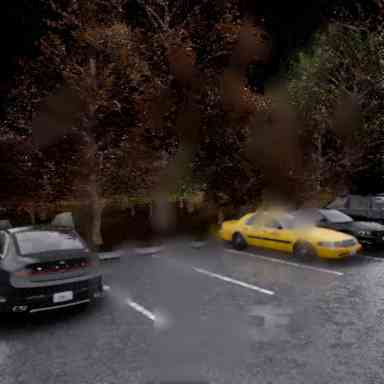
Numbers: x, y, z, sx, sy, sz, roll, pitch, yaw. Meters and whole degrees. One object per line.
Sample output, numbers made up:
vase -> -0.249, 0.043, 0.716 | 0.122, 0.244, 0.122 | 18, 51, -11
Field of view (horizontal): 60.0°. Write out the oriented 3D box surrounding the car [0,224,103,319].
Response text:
car -> -3.549, 1.480, 7.521 | 2.231, 1.521, 4.892 | 0, 0, -36

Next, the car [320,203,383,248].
car -> 5.419, 1.399, 13.933 | 2.097, 1.535, 5.008 | -1, 1, -36

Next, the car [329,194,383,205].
car -> 7.673, 1.106, 15.569 | 2.435, 2.045, 5.566 | -1, 1, -35

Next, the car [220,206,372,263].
car -> 3.259, 1.429, 12.158 | 1.946, 1.575, 5.366 | -1, 0, -35
